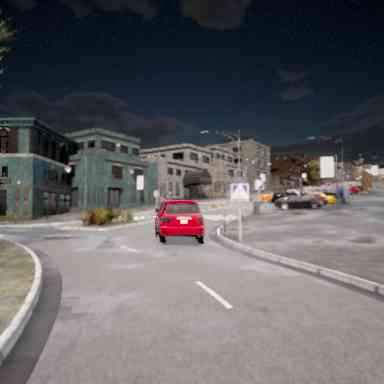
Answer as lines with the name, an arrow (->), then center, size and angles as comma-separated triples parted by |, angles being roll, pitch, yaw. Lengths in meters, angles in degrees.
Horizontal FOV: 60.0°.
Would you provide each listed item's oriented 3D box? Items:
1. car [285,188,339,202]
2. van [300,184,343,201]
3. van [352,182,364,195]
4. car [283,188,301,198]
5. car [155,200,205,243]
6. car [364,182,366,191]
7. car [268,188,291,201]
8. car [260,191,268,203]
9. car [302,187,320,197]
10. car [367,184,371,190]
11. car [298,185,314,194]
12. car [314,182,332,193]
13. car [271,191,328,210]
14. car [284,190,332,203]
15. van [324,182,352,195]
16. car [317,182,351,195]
car -> 14.284, 0.760, 39.894 | 5.366, 1.575, 1.946 | -2, 2, 14
van -> 16.245, 0.375, 42.360 | 4.442, 1.987, 1.878 | -2, 1, 14
van -> 27.982, -0.677, 60.129 | 4.442, 1.987, 1.878 | -2, 1, 14
car -> 18.152, 0.177, 60.397 | 1.812, 1.442, 4.674 | -3, 1, 34
car -> -0.738, 1.455, 17.683 | 2.150, 2.045, 5.566 | 0, 0, -8
car -> 29.520, -0.722, 62.704 | 4.553, 1.767, 2.185 | -2, 1, 14
car -> 12.984, 0.454, 46.512 | 2.150, 2.045, 5.566 | -3, 2, 33
car -> 11.835, 0.573, 50.589 | 2.097, 1.767, 4.553 | -3, 1, 32
car -> 21.088, 0.027, 58.949 | 1.812, 1.442, 4.674 | -3, 1, 34
car -> 33.093, -0.909, 67.734 | 5.366, 1.575, 1.946 | -2, 1, 14
car -> 23.686, -0.513, 68.788 | 1.837, 1.490, 4.892 | -3, 1, 34
car -> 26.623, -0.920, 67.359 | 2.150, 2.045, 5.566 | -3, 1, 34
car -> 11.106, 1.057, 34.783 | 4.892, 1.521, 2.231 | -2, 1, 14
car -> 12.792, 0.946, 37.314 | 4.674, 1.452, 2.002 | -2, 2, 14
van -> 21.046, -0.066, 50.022 | 4.442, 1.987, 1.878 | -2, 2, 14
car -> 17.778, 0.205, 44.923 | 5.566, 2.045, 2.435 | -2, 2, 14
